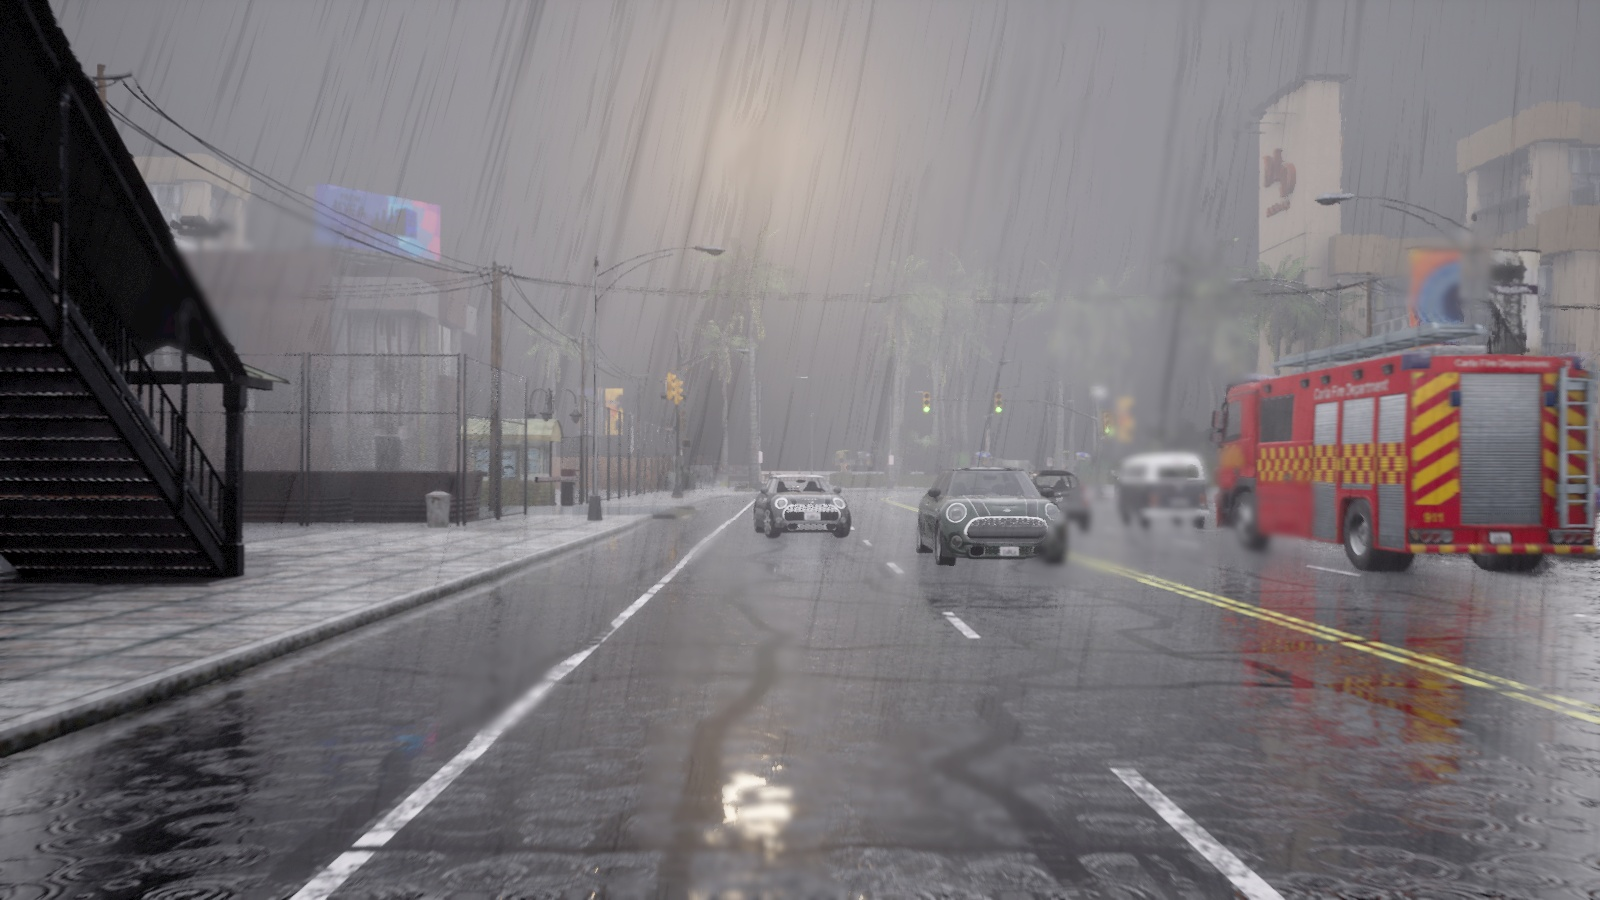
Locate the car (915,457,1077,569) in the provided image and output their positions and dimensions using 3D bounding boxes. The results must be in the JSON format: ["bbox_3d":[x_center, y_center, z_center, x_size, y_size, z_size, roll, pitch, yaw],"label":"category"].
[{"bbox_3d":[3.298,1.029,22.087,2.097,1.767,4.553,0,-1,-1],"label":"car"}]

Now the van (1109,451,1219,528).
[{"bbox_3d":[10.324,1.099,35.992,2.069,2.038,4.480,-1,-1,3],"label":"van"}]

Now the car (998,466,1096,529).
[{"bbox_3d":[6.675,1.261,34.361,1.851,1.617,3.988,0,-1,-1],"label":"car"}]

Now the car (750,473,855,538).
[{"bbox_3d":[-0.014,1.291,30.534,1.970,1.475,3.806,0,-1,-9],"label":"car"}]

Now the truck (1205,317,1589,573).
[{"bbox_3d":[10.285,-0.007,23.002,2.891,3.827,8.468,0,-1,-1],"label":"truck"}]
